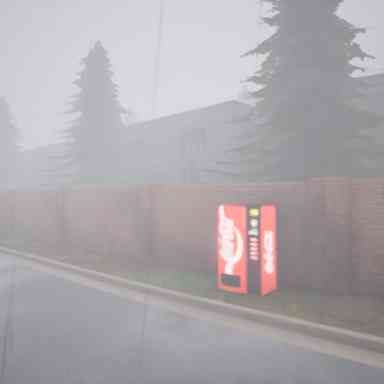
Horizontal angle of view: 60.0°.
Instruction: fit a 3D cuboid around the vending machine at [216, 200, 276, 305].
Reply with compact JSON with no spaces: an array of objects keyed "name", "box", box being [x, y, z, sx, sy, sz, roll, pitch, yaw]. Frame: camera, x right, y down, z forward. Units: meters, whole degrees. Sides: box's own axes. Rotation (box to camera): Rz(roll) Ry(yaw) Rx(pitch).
[{"name":"vending machine","box":[1.223,1.245,7.475,0.880,2.100,1.100,-1,-1,38]}]
